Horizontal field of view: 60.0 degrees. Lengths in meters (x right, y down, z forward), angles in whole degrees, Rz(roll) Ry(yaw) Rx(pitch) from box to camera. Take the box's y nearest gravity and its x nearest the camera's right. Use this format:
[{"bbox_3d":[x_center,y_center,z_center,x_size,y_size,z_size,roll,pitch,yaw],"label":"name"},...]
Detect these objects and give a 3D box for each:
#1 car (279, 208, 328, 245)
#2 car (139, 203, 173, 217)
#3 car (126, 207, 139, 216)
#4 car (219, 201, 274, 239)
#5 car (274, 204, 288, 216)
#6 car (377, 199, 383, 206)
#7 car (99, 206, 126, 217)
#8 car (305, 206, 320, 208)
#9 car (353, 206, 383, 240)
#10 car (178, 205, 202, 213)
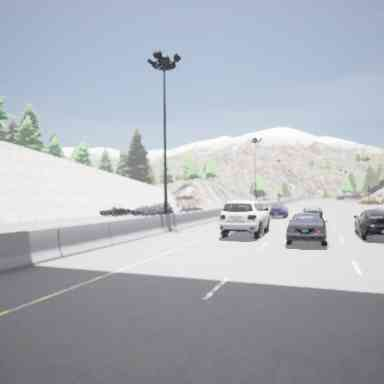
[{"bbox_3d":[5.855,1.781,16.901,2.033,1.411,5.357,-1,-1,21],"label":"car"},{"bbox_3d":[-4.045,2.144,40.537,2.097,1.767,4.553,-1,-1,21],"label":"car"},{"bbox_3d":[-6.187,2.444,44.659,2.033,1.411,5.357,-1,-1,21],"label":"car"},{"bbox_3d":[3.268,1.544,19.958,2.150,2.045,5.566,-1,-1,21],"label":"car"},{"bbox_3d":[9.423,2.061,36.156,1.812,1.442,4.674,-1,-1,21],"label":"car"},{"bbox_3d":[18.623,1.538,30.799,2.150,2.045,5.566,-1,-1,21],"label":"car"},{"bbox_3d":[-10.218,2.538,43.964,1.895,1.301,4.718,-1,-1,21],"label":"car"},{"bbox_3d":[12.025,2.046,33.119,1.895,1.301,4.718,-1,-1,21],"label":"car"},{"bbox_3d":[10.080,1.704,18.168,1.837,1.490,4.892,-1,-2,21],"label":"car"},{"bbox_3d":[-0.195,2.312,40.774,1.994,1.385,4.181,-1,-1,21],"label":"car"}]
